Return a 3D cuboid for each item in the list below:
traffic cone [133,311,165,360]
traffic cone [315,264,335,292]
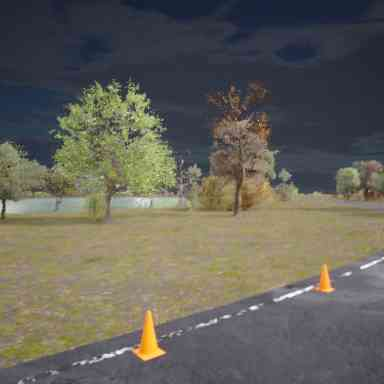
[{"bbox_3d":[-0.607,1.984,4.714,0.340,0.580,0.340,0,0,-38],"label":"traffic cone"},{"bbox_3d":[3.122,1.991,7.802,0.340,0.580,0.340,0,0,-41],"label":"traffic cone"}]
